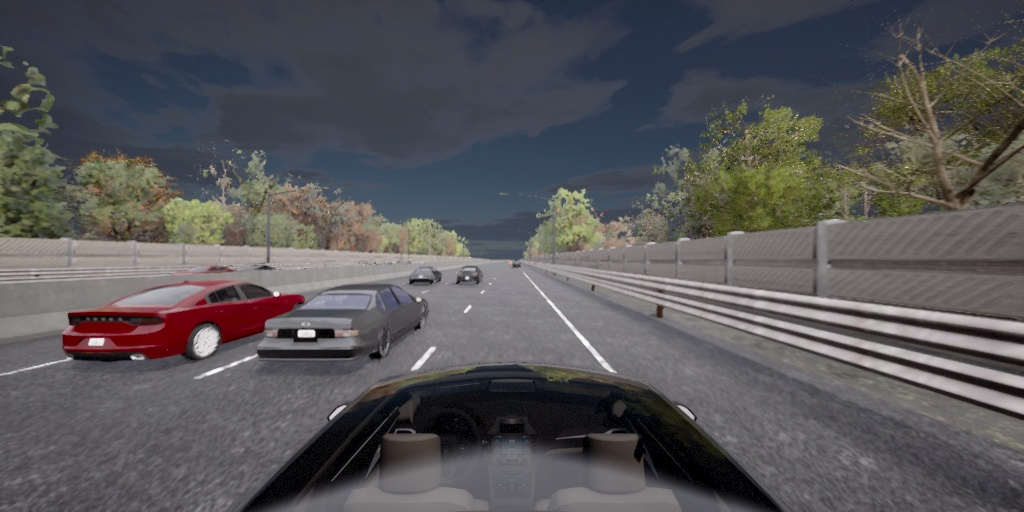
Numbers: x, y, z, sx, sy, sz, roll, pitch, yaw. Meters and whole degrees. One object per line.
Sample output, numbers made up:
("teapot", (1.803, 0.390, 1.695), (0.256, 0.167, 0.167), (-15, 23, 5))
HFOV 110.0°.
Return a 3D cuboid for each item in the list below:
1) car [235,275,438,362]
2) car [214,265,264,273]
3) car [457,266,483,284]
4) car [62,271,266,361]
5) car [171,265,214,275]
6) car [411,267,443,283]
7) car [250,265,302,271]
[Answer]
("car", (-3.407, 1.356, 8.457), (2.033, 1.411, 5.357), (0, -1, 0))
("car", (-21.103, 1.495, 29.134), (1.837, 1.490, 4.892), (0, 0, 0))
("car", (-3.410, 1.520, 29.581), (1.812, 1.442, 4.674), (0, 0, 0))
("car", (-6.911, 1.286, 8.443), (1.882, 1.535, 5.008), (0, 0, 0))
("car", (-24.602, 1.465, 28.847), (1.882, 1.535, 5.008), (0, 0, 0))
("car", (-6.911, 1.554, 29.176), (1.994, 1.385, 4.181), (0, -1, 0))
("car", (-17.605, 1.581, 28.005), (1.895, 1.301, 4.718), (0, -1, 0))
